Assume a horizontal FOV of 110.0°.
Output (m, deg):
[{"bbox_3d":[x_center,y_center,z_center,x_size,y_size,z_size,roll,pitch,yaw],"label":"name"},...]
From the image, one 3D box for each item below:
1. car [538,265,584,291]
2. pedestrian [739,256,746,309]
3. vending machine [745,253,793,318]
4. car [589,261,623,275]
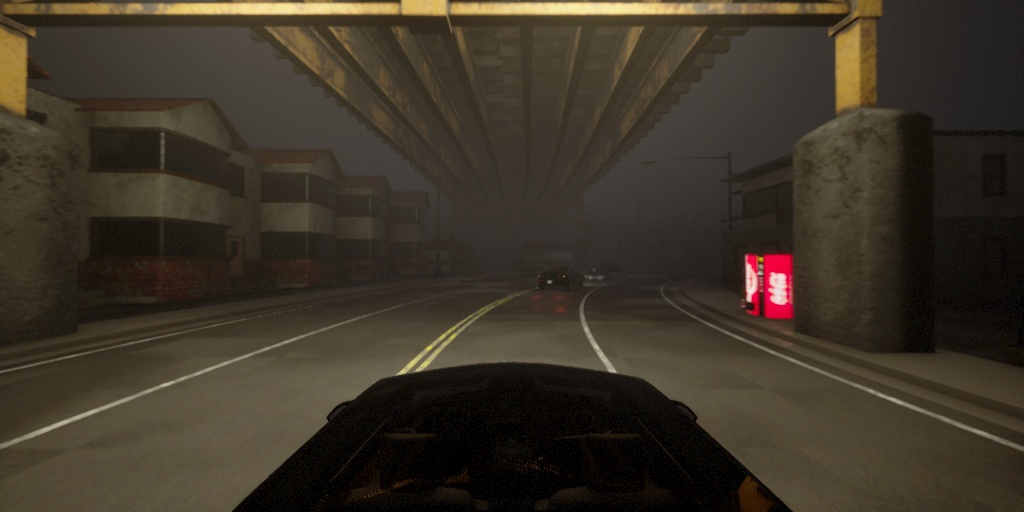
[{"bbox_3d":[3.011,1.244,21.716,1.812,1.442,4.674,-1,0,24],"label":"car"},{"bbox_3d":[7.853,0.856,11.855,0.375,1.860,0.375,1,0,11],"label":"pedestrian"},{"bbox_3d":[7.925,0.911,11.078,1.100,2.100,0.880,0,0,10],"label":"vending machine"},{"bbox_3d":[10.022,1.242,38.114,2.128,1.511,4.902,-1,-1,45],"label":"car"}]
